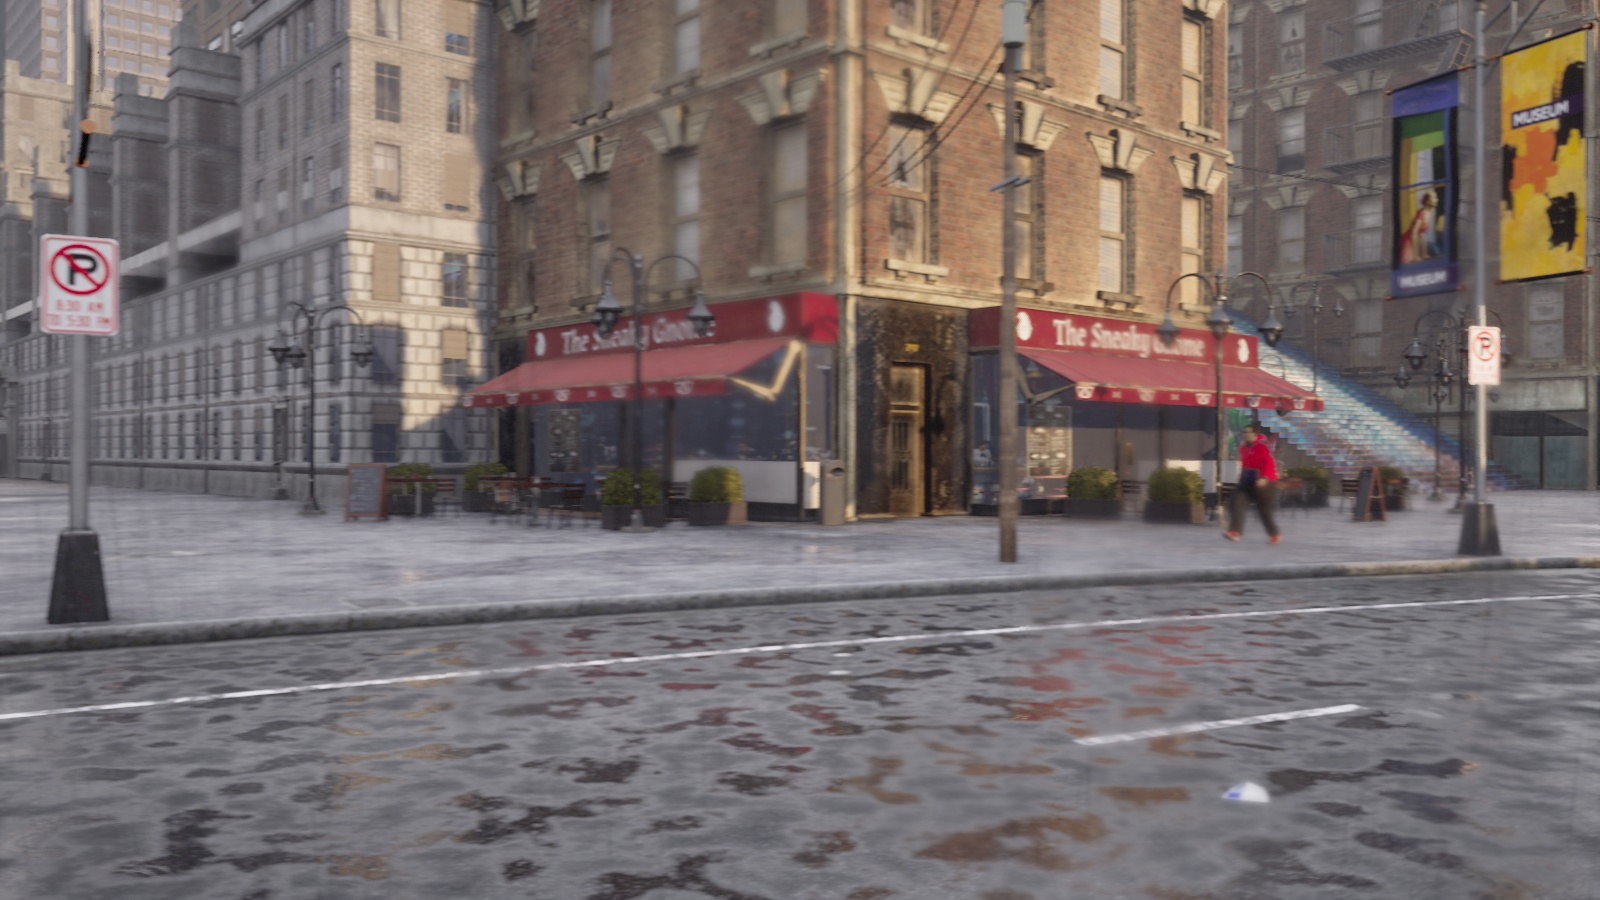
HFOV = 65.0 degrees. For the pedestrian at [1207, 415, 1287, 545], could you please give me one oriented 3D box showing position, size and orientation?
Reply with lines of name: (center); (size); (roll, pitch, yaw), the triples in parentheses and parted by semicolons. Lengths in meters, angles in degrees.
pedestrian: (6.487, 0.421, 18.224); (0.899, 1.844, 0.634); (0, 0, -25)
